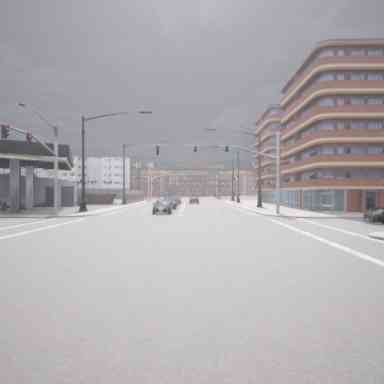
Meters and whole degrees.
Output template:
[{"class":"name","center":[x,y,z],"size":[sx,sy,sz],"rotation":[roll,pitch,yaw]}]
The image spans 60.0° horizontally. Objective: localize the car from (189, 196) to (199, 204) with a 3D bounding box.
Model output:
[{"class":"car","center":[0.431,1.585,65.768],"size":[1.812,1.442,4.674],"rotation":[0,0,0]}]

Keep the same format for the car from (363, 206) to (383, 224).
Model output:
[{"class":"car","center":[14.723,1.373,23.625],"size":[4.553,1.767,2.097],"rotation":[0,0,1]}]

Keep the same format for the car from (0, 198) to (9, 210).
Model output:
[{"class":"car","center":[-23.943,1.492,39.367],"size":[3.806,1.475,1.970],"rotation":[0,0,1]}]

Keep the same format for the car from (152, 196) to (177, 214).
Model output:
[{"class":"car","center":[-3.075,1.523,35.175],"size":[2.128,1.511,4.902],"rotation":[0,0,0]}]

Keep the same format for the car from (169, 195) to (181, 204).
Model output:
[{"class":"car","center":[-3.208,1.411,65.065],"size":[2.097,1.767,4.553],"rotation":[0,0,0]}]

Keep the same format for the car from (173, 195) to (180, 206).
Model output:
[{"class":"car","center":[-3.133,1.392,44.893],"size":[2.097,1.767,4.553],"rotation":[0,0,0]}]
